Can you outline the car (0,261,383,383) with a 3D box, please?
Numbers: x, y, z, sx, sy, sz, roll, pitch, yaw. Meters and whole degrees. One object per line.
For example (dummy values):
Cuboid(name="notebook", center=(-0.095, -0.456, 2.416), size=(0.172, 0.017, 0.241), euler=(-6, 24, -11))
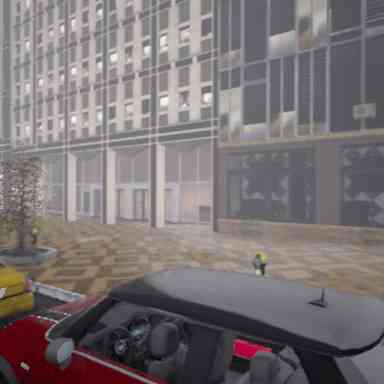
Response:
Cuboid(name="car", center=(-0.180, 1.448, 2.991), size=(4.097, 1.590, 1.967), euler=(0, 0, 35))
